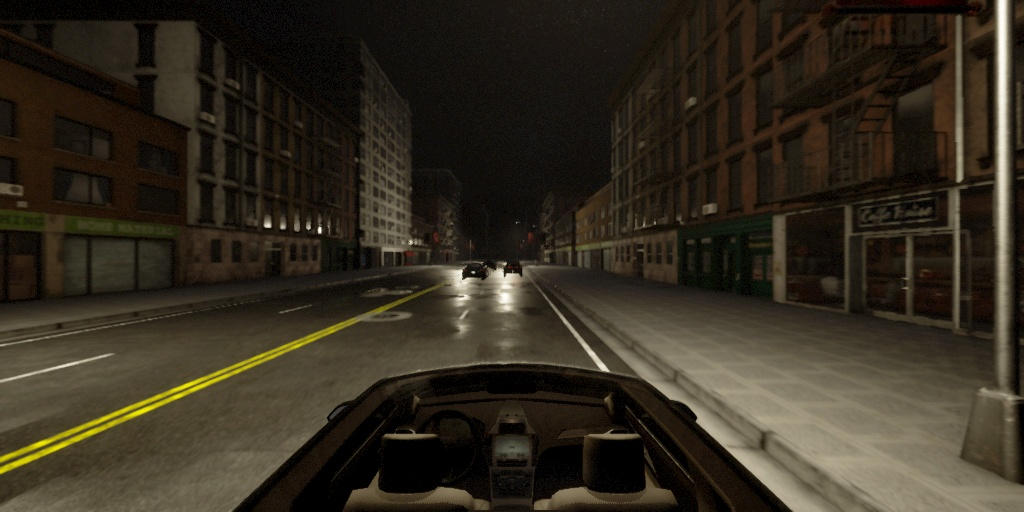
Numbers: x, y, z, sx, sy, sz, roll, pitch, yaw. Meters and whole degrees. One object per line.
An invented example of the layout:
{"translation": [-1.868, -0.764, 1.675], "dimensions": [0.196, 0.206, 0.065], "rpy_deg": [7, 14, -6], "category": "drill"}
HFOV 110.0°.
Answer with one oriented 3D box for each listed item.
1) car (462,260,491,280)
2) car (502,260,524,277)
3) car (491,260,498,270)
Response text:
{"translation": [-3.150, 1.297, 31.152], "dimensions": [1.994, 1.385, 4.181], "rpy_deg": [0, 0, 0], "category": "car"}
{"translation": [0.098, 1.232, 35.023], "dimensions": [1.837, 1.490, 4.892], "rpy_deg": [0, -1, 0], "category": "car"}
{"translation": [-3.149, 1.234, 50.467], "dimensions": [1.837, 1.490, 4.892], "rpy_deg": [0, 1, 0], "category": "car"}
